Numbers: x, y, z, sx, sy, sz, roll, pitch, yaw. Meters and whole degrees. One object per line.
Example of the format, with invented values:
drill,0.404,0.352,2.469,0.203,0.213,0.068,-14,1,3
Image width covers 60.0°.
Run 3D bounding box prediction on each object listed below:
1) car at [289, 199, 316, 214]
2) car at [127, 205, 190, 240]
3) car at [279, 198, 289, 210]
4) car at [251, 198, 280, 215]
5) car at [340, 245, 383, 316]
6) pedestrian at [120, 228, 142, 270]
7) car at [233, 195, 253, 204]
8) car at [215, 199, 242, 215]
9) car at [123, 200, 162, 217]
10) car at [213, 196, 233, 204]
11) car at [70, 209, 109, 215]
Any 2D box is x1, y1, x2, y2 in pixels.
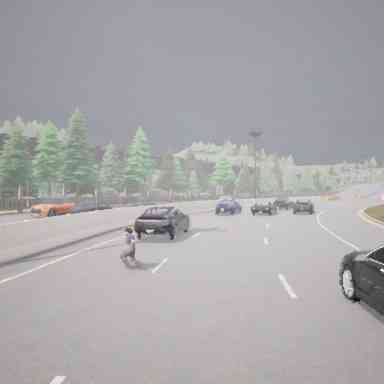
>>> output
car,11.911,1.491,35.105,2.128,1.511,4.902,0,0,24
car,-1.376,1.491,16.991,2.128,1.511,4.902,0,0,11
car,11.748,1.505,42.645,1.837,1.490,4.892,0,0,29
car,7.287,1.601,33.345,1.895,1.301,4.718,0,0,22
car,4.019,1.507,5.348,1.837,1.490,4.892,0,1,4
pedestrian,-1.735,1.574,9.506,0.375,1.300,0.375,0,0,7
car,10.125,1.476,65.727,1.882,1.535,5.008,0,0,37
car,3.768,1.526,33.953,1.812,1.442,4.674,0,0,22
car,-4.656,1.564,31.948,1.994,1.385,4.181,0,0,20
car,6.314,1.525,66.436,1.812,1.442,4.674,0,0,37
car,-9.101,1.505,29.625,1.837,1.490,4.892,0,0,18
